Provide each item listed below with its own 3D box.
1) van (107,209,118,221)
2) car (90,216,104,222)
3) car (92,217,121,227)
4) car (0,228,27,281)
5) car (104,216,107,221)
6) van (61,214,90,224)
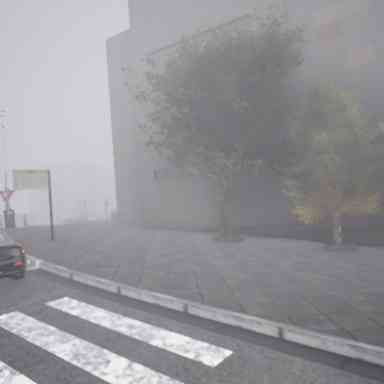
[{"bbox_3d":[-9.356,3.255,47.358,4.442,1.987,1.878,-6,-7,25],"label":"van"},{"bbox_3d":[-18.358,5.113,57.293,5.008,1.535,2.097,-6,-7,25],"label":"car"},{"bbox_3d":[-16.103,5.604,62.517,5.366,1.575,1.946,-6,-7,25],"label":"car"},{"bbox_3d":[-5.880,1.460,8.581,4.674,1.442,1.812,2,2,43],"label":"car"},{"bbox_3d":[-17.151,5.215,59.809,4.553,1.767,2.185,-6,-7,25],"label":"car"},{"bbox_3d":[-19.647,4.690,54.859,4.442,1.987,1.878,-6,-7,25],"label":"van"}]
